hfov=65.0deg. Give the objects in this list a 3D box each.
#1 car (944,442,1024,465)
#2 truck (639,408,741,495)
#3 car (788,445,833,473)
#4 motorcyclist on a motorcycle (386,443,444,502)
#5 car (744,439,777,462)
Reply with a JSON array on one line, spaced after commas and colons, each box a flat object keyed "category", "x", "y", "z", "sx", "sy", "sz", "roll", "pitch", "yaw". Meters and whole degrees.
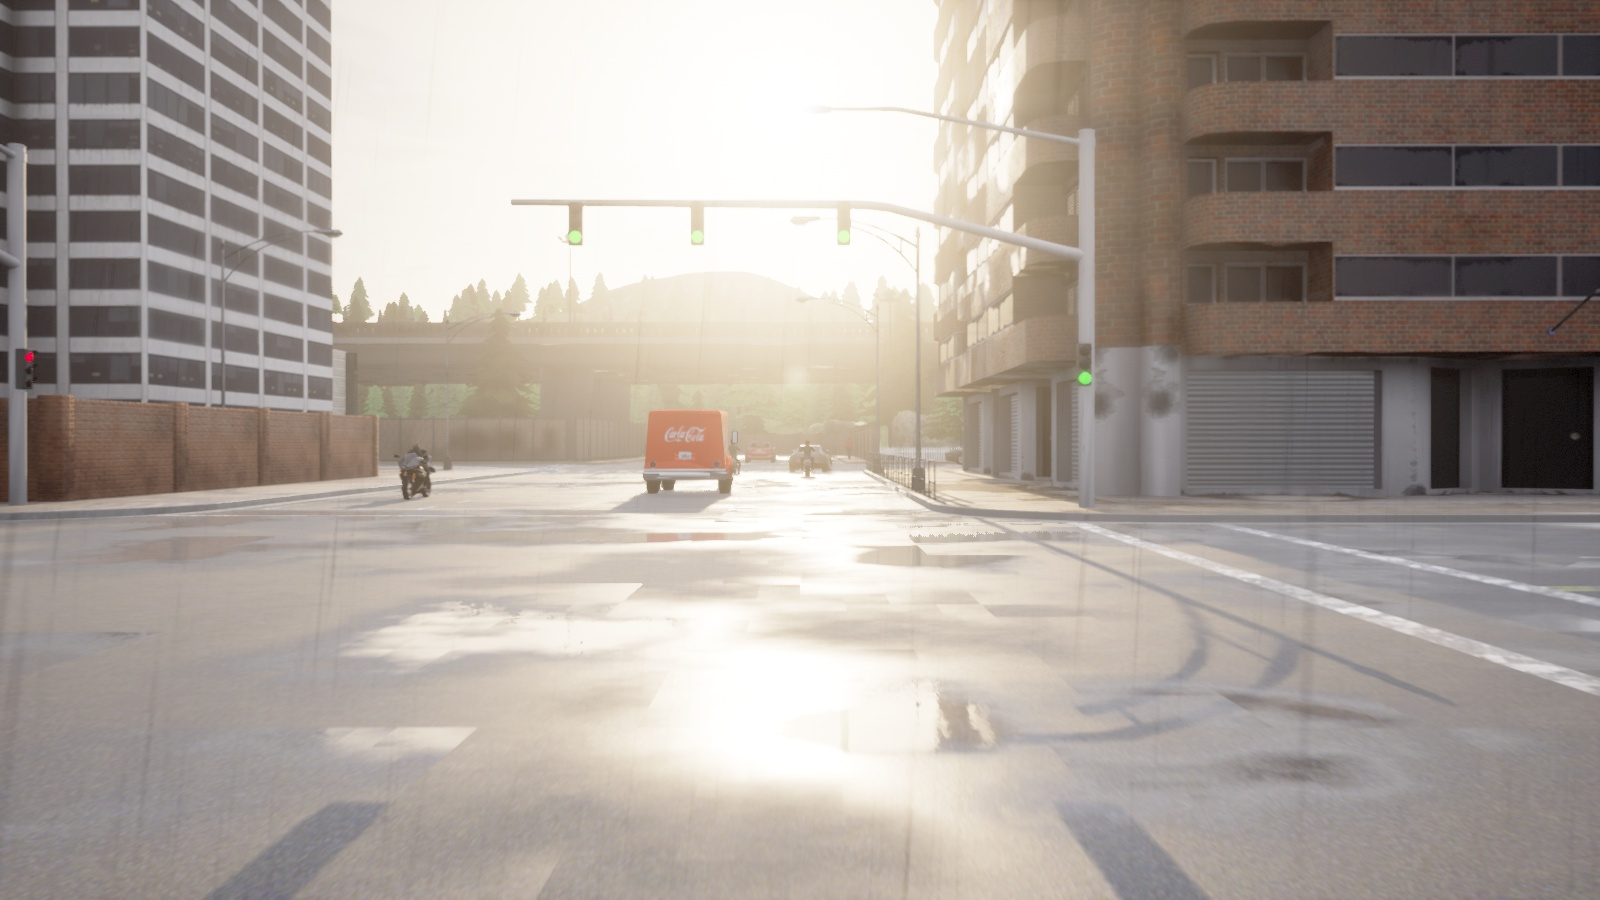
[{"category": "car", "x": 11.929, "y": 0.209, "z": 81.535, "sx": 4.892, "sy": 1.490, "sz": 1.837, "roll": 0, "pitch": 0, "yaw": 0}, {"category": "truck", "x": -3.261, "y": 0.024, "z": 38.305, "sx": 2.627, "sy": 2.467, "sz": 5.204, "roll": 0, "pitch": 0, "yaw": 0}, {"category": "car", "x": 0.563, "y": 0.419, "z": 64.384, "sx": 1.994, "sy": 1.385, "sz": 4.181, "roll": 0, "pitch": 0, "yaw": 5}, {"category": "motorcyclist on a motorcycle", "x": -10.294, "y": 0.568, "z": 33.663, "sx": 0.866, "sy": 1.530, "sz": 2.191, "roll": 0, "pitch": 0, "yaw": 0}, {"category": "car", "x": -2.944, "y": 0.015, "z": 94.056, "sx": 2.242, "sy": 1.667, "sz": 4.611, "roll": 0, "pitch": 0, "yaw": 1}]
